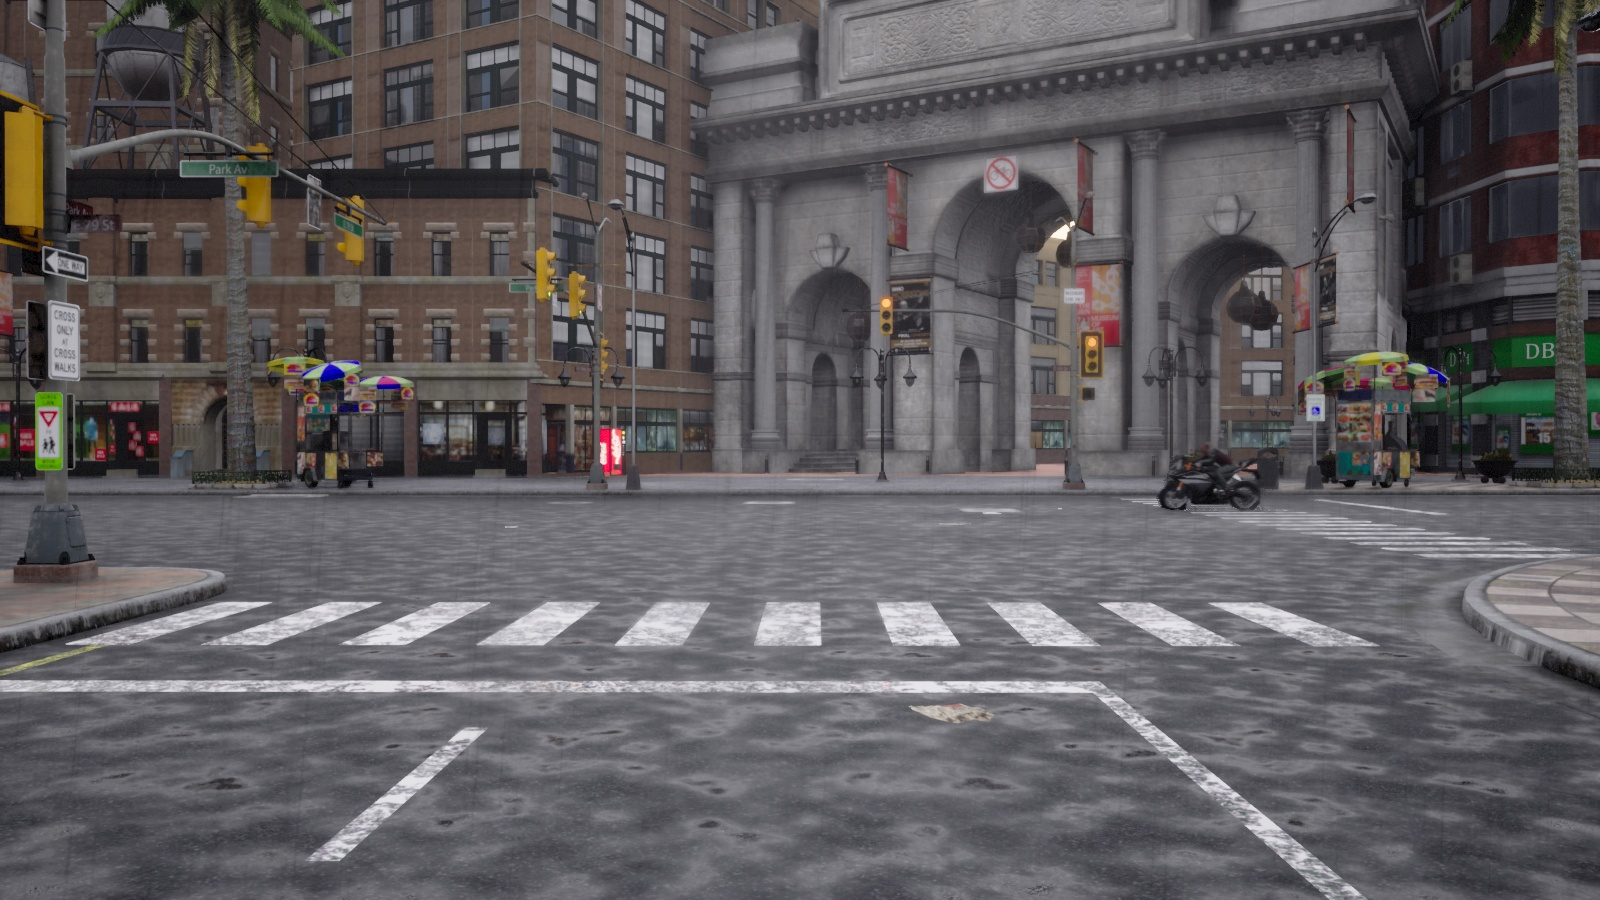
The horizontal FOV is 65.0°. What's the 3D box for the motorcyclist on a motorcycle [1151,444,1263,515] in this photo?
[{"bbox_3d":[8.946,0.632,27.688,2.191,1.530,0.866,0,0,1],"label":"motorcyclist on a motorcycle"}]
